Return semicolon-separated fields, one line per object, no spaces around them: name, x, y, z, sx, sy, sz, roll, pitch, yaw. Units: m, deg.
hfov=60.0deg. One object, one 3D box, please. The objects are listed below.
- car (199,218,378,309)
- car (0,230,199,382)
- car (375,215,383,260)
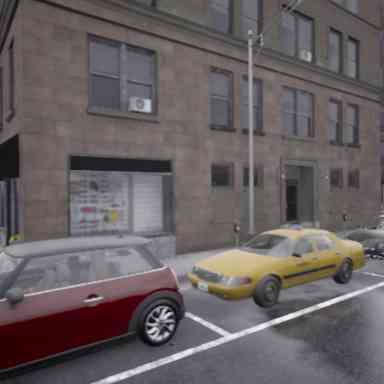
car;2.173;1.463;7.738;4.829;1.417;1.752;-1;0;-35
car;-2.181;1.432;4.633;4.097;1.590;1.967;-1;0;-35
car;6.804;1.432;11.042;4.403;1.369;2.008;-1;0;-35
